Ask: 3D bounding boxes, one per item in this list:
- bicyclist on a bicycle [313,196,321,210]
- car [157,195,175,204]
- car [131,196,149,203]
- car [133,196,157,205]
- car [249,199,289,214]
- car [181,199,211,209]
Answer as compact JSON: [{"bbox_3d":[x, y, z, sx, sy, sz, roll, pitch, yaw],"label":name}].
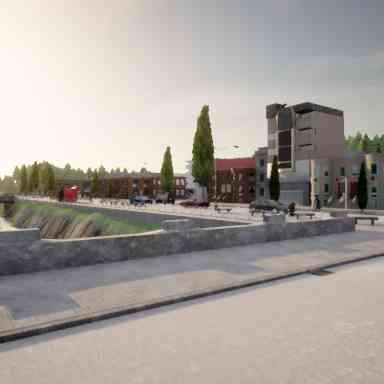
[{"bbox_3d":[14.937,1.349,39.677,1.656,1.620,0.582,0,0,-35],"label":"bicyclist on a bicycle"},{"bbox_3d":[-5.033,1.352,60.513,2.097,1.767,4.553,0,0,-36],"label":"car"},{"bbox_3d":[-10.758,1.526,68.554,1.812,1.442,4.674,0,0,-36],"label":"car"},{"bbox_3d":[-8.639,1.483,58.509,1.882,1.535,5.008,0,0,-35],"label":"car"},{"bbox_3d":[8.106,1.505,34.793,1.837,1.490,4.892,0,0,-35],"label":"car"},{"bbox_3d":[0.477,1.601,45.532,1.895,1.301,4.718,0,0,-35],"label":"car"}]
